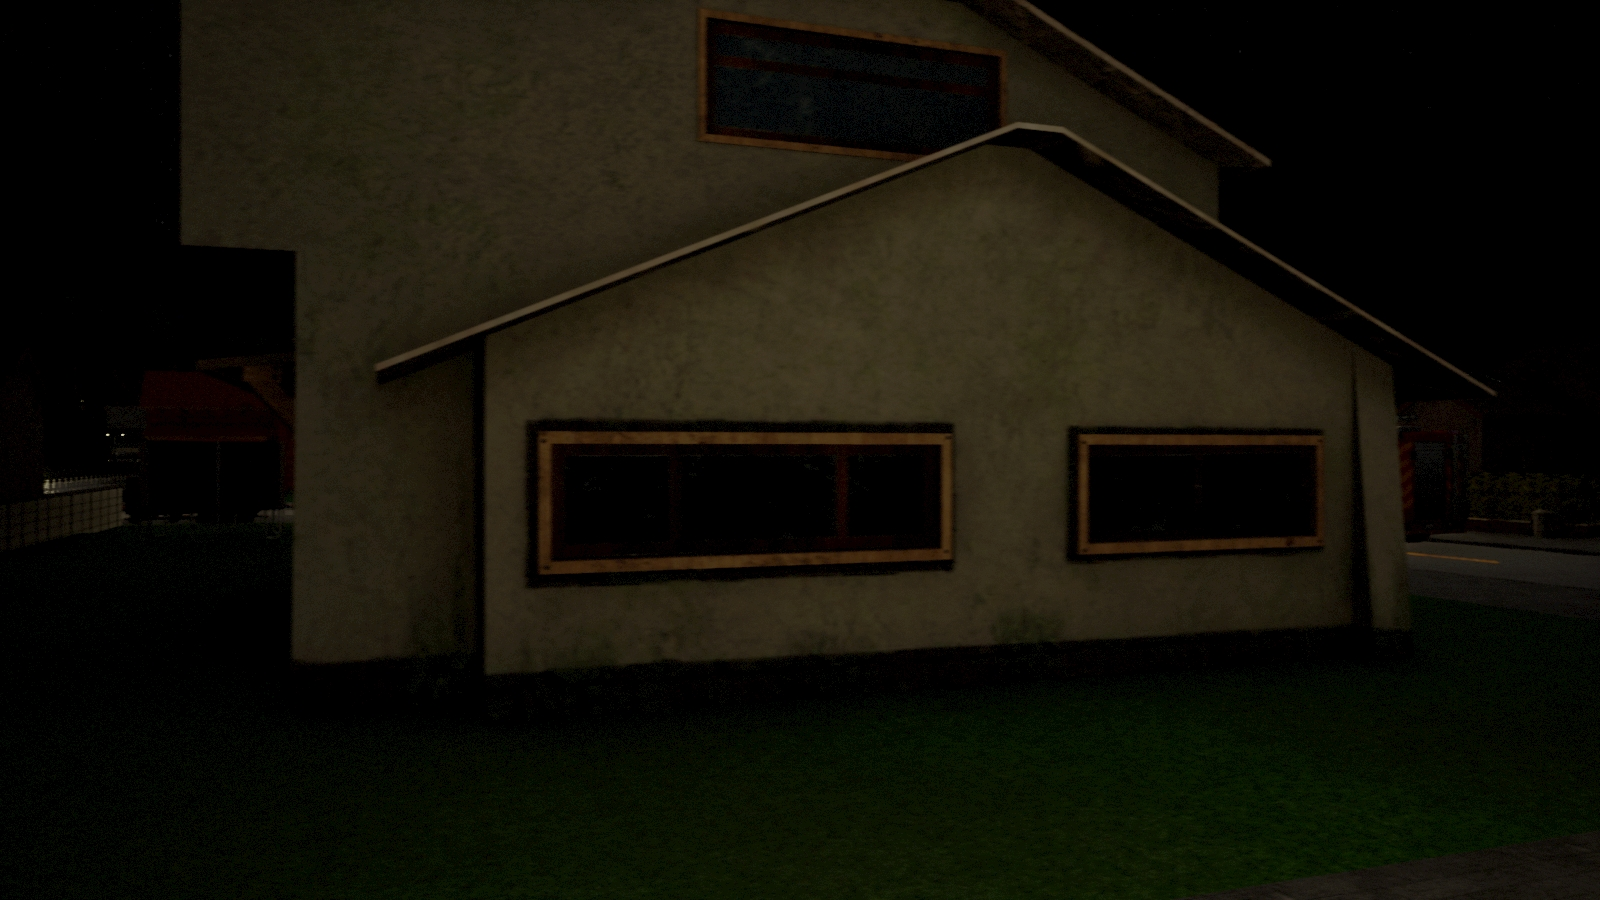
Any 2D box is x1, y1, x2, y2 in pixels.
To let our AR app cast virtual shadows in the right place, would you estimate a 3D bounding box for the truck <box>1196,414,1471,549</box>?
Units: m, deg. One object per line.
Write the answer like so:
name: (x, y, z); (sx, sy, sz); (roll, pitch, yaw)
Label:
truck: (16.779, 0.890, 36.861); (2.891, 3.827, 8.468); (0, 0, -20)
